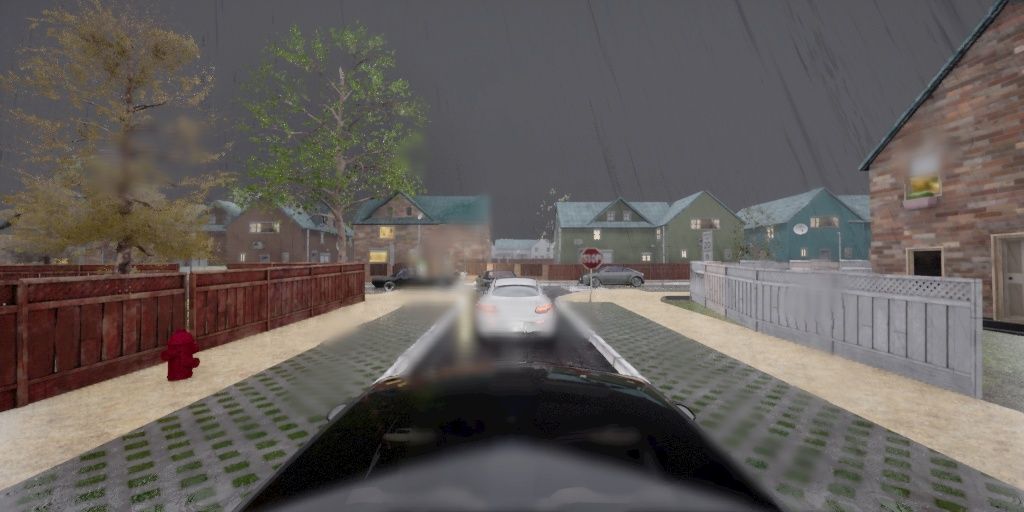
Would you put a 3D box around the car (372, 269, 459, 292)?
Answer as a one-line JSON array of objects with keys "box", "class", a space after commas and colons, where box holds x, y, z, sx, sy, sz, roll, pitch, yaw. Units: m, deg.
[{"box": [-5.496, 1.417, 20.913, 4.718, 1.301, 1.895, -1, -1, 1], "class": "car"}]

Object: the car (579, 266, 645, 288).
[{"box": [6.523, 1.344, 23.712, 4.181, 1.385, 1.994, 0, -1, 1], "class": "car"}]

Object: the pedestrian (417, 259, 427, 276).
[{"box": [-6.719, 1.119, 26.797, 0.375, 1.860, 0.375, 0, -1, 1], "class": "pedestrian"}]

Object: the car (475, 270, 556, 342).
[{"box": [0.097, 1.280, 9.713, 1.812, 1.442, 4.674, 0, 0, 0], "class": "car"}]
